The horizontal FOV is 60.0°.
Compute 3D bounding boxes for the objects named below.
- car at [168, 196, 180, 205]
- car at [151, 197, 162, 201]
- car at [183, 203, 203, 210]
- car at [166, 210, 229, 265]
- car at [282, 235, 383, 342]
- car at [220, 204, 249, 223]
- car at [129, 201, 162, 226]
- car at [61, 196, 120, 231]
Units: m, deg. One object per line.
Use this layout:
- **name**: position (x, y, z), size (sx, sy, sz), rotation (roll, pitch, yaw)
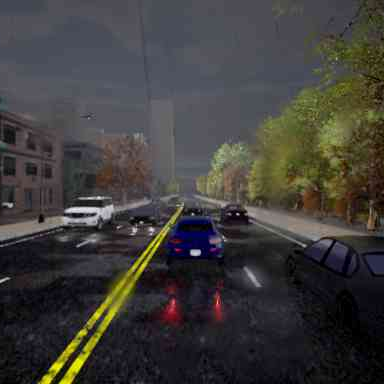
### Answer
- **car**: position (-3.534, 1.666, 66.222), size (2.097, 1.767, 4.553), rotation (0, 0, -1)
- **car**: position (-6.750, 1.795, 63.343), size (2.128, 1.511, 4.902), rotation (0, 0, 0)
- **car**: position (0.077, 1.756, 32.735), size (1.895, 1.301, 4.718), rotation (0, 0, 0)
- **car**: position (0.105, 1.582, 11.852), size (1.812, 1.442, 4.674), rotation (0, 0, 0)
- **car**: position (3.348, 1.580, 6.616), size (2.033, 1.411, 5.357), rotation (0, 0, 0)
- **car**: position (3.332, 1.674, 26.726), size (2.033, 1.411, 5.357), rotation (0, 0, 0)
- **car**: position (-3.368, 1.665, 24.863), size (2.033, 1.411, 5.357), rotation (0, 0, 0)
- **car**: position (-6.613, 1.324, 21.899), size (2.150, 2.045, 5.566), rotation (0, 0, 0)
